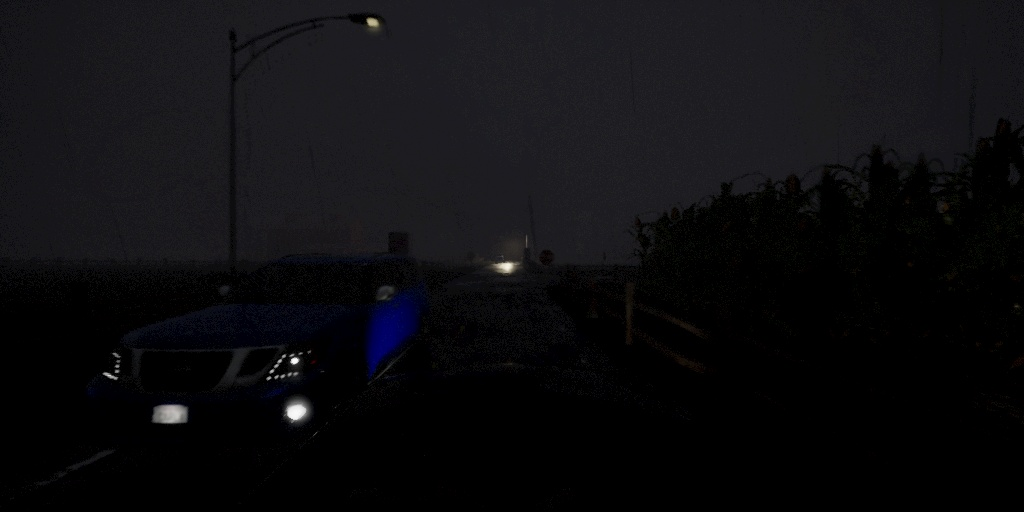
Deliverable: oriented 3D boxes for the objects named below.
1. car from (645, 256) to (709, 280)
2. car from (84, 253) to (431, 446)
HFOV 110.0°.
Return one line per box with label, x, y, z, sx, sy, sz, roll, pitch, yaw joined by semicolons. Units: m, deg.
car;13.991;1.010;30.221;5.566;2.045;2.150;0;1;0
car;-2.840;0.968;5.754;2.150;2.045;5.566;0;0;0
